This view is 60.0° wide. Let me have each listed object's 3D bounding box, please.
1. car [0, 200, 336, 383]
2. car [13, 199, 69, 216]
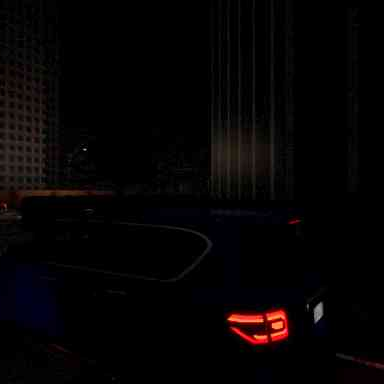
[{"bbox_3d":[-0.992,1.221,4.694,5.566,2.045,2.150,0,0,35],"label":"car"},{"bbox_3d":[-15.443,1.533,34.374,1.882,1.535,5.008,0,0,35],"label":"car"}]
